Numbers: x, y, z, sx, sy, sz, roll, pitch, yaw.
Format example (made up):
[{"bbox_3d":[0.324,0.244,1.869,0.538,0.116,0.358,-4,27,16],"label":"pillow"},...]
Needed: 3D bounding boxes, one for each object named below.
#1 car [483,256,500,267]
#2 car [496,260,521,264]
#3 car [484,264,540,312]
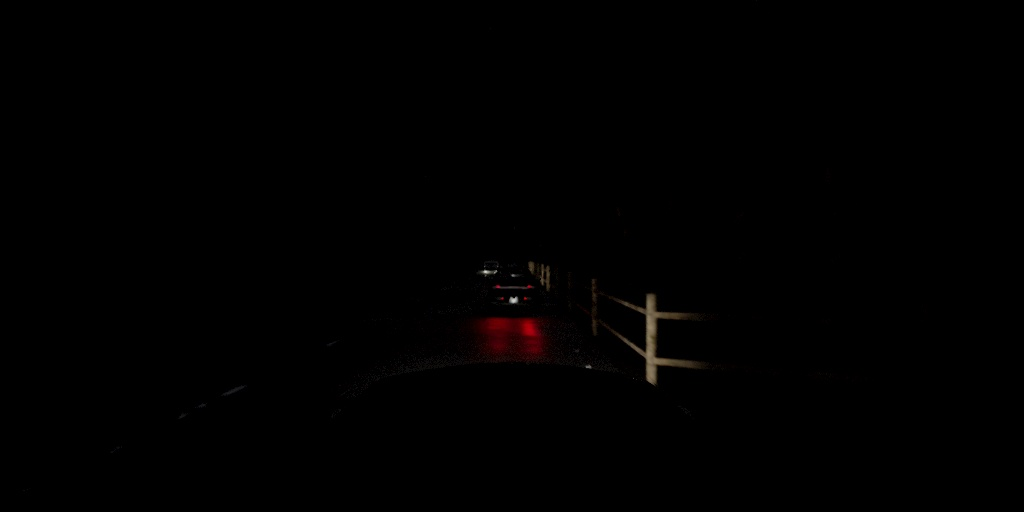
[{"bbox_3d":[-2.842,1.050,51.559,2.150,2.045,5.566,0,0,0],"label":"car"},{"bbox_3d":[0.071,1.261,29.239,2.128,1.511,4.902,0,0,0],"label":"car"},{"bbox_3d":[0.072,1.243,14.149,2.128,1.511,4.902,0,0,0],"label":"car"}]
